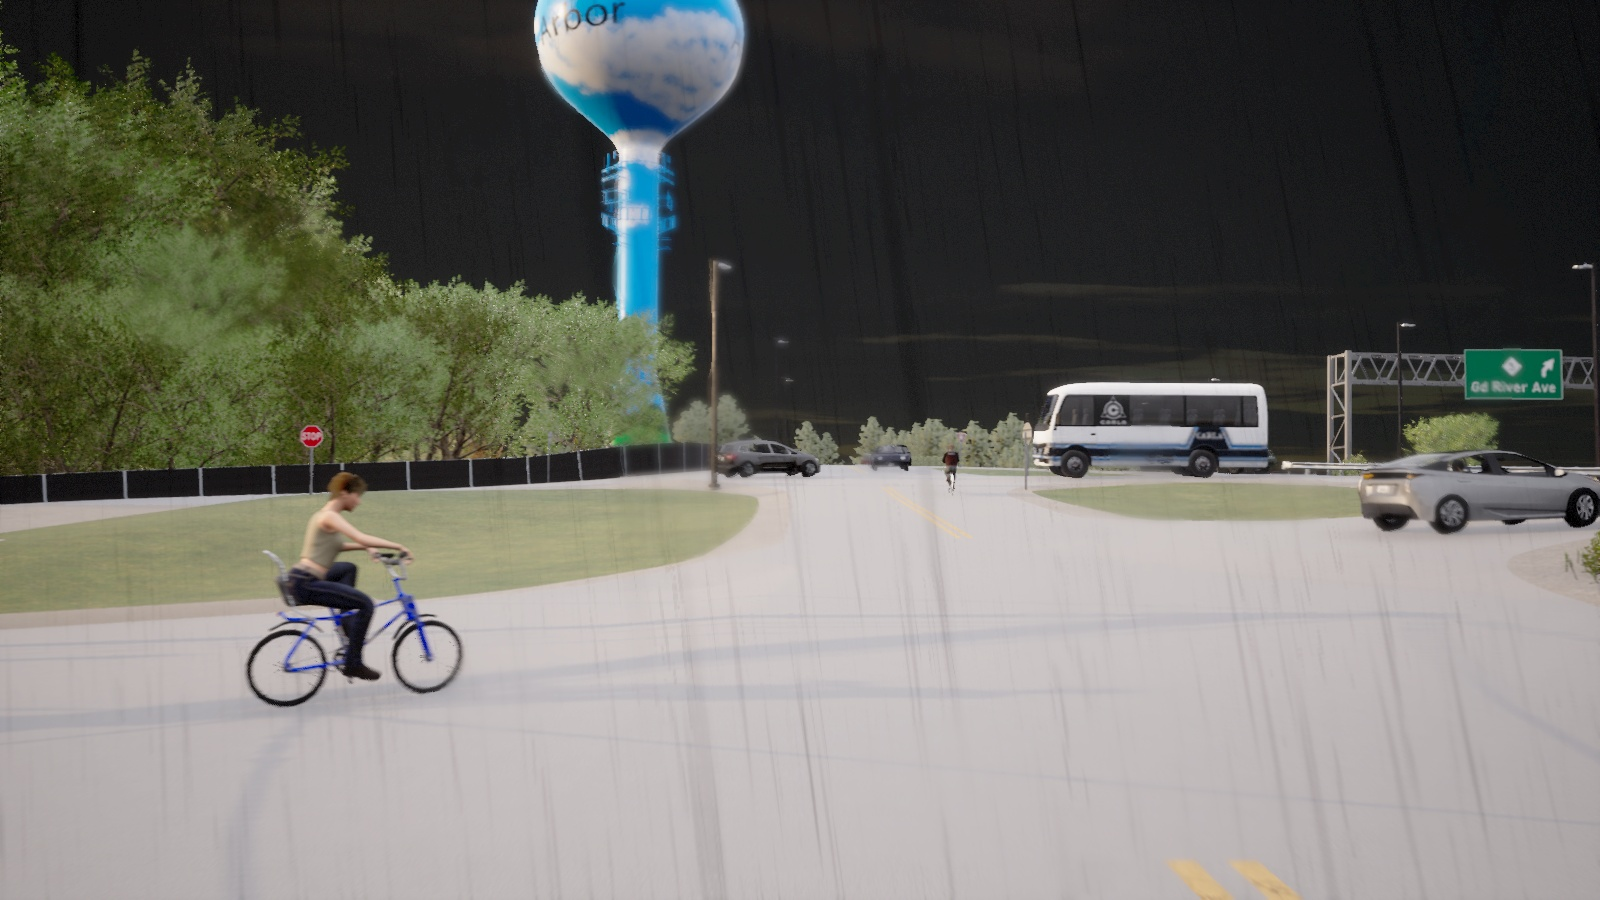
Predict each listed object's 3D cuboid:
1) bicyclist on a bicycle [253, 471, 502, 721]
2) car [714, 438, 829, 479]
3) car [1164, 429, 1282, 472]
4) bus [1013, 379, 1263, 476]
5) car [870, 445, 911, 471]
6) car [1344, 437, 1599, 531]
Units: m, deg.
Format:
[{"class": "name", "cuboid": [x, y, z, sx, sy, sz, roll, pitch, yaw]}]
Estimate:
[{"class": "bicyclist on a bicycle", "cuboid": [-3.029, 0.989, 9.003, 1.509, 1.612, 0.866, 0, -3, -31]}, {"class": "car", "cuboid": [-1.290, 0.345, 56.141, 4.611, 1.667, 2.242, -1, 1, -24]}, {"class": "car", "cuboid": [21.092, 0.006, 62.910, 2.150, 2.045, 5.566, 1, 0, -30]}, {"class": "bus", "cuboid": [15.116, -1.004, 56.989, 10.273, 4.253, 3.944, 0, 1, 0]}, {"class": "car", "cuboid": [4.792, 0.402, 67.095, 1.895, 1.301, 4.718, 0, 0, 1]}, {"class": "car", "cuboid": [13.051, 0.618, 23.992, 4.514, 1.525, 2.007, -2, -1, -13]}]
